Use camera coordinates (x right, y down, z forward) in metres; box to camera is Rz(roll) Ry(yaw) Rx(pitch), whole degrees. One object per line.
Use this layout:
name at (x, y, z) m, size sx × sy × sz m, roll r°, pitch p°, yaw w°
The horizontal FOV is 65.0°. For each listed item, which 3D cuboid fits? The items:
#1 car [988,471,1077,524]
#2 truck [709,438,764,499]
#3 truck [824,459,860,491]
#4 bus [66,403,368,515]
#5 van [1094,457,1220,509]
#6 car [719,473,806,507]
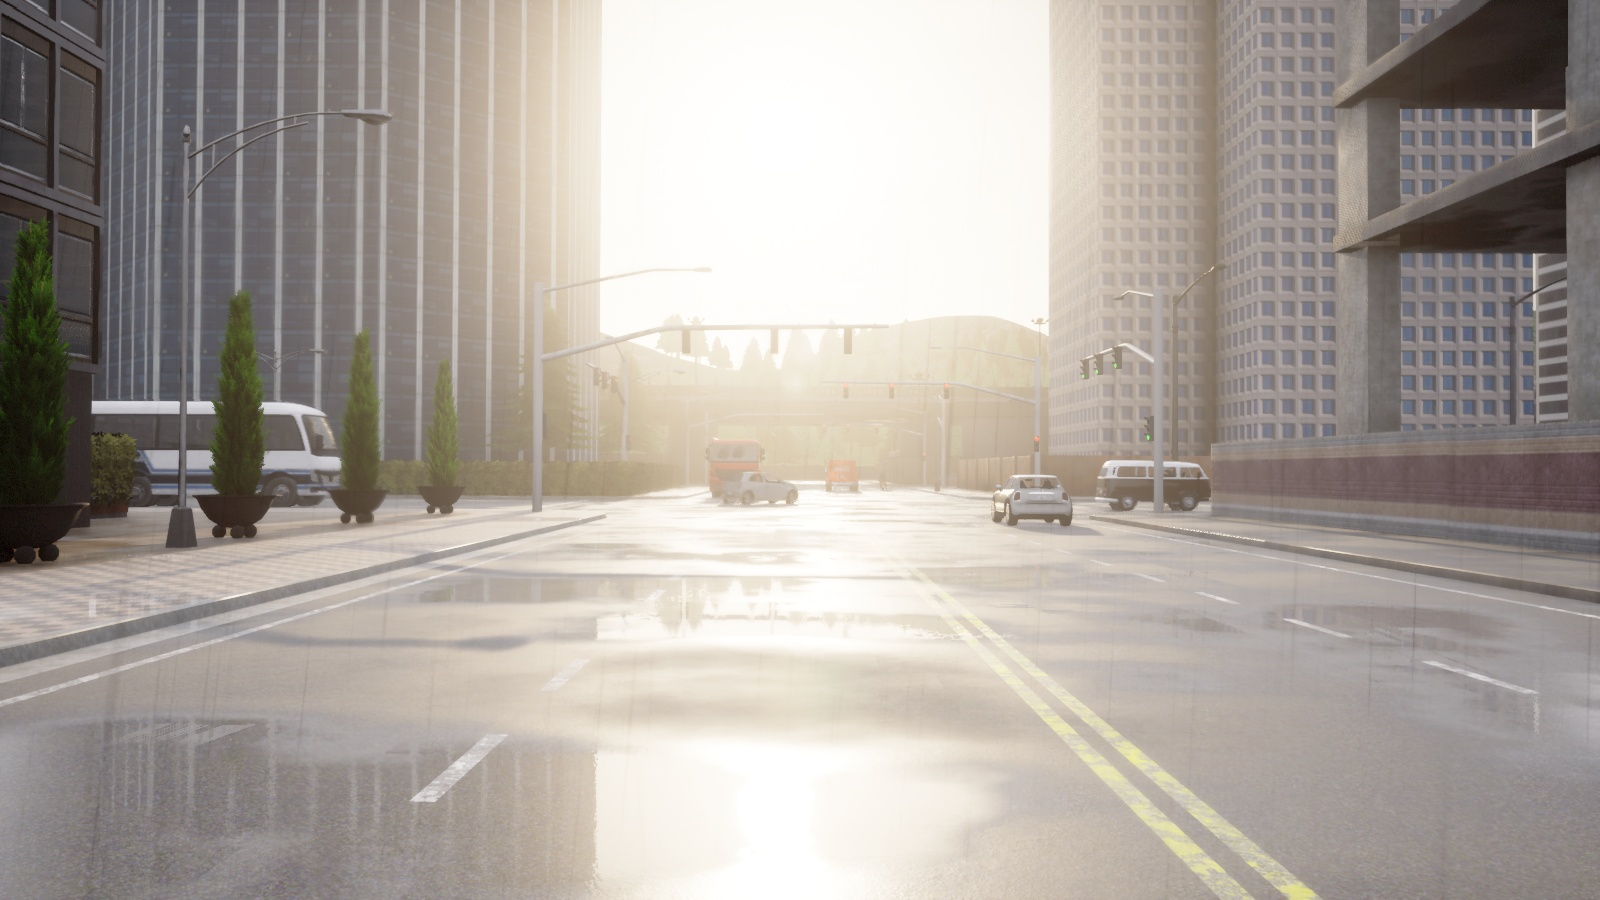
car at (6.904, 1.383, 37.640) m, size 1.970 × 1.475 × 3.806 m, roll 0°, pitch -1°, yaw 0°
truck at (-3.695, 1.100, 74.778) m, size 2.891 × 3.462 × 7.936 m, roll 0°, pitch -1°, yaw 0°
truck at (3.248, 1.956, 97.989) m, size 2.627 × 2.467 × 5.204 m, roll 0°, pitch -1°, yaw 0°
bus at (-23.143, 0.375, 50.381) m, size 10.273 × 4.253 × 3.944 m, roll 0°, pitch -1°, yaw -1°
van at (14.428, 1.333, 50.922) m, size 4.480 × 2.038 × 2.069 m, roll 0°, pitch -1°, yaw -1°
car at (-1.704, 1.804, 57.854) m, size 3.633 × 1.501 × 1.845 m, roll 1°, pitch -1°, yaw -39°
